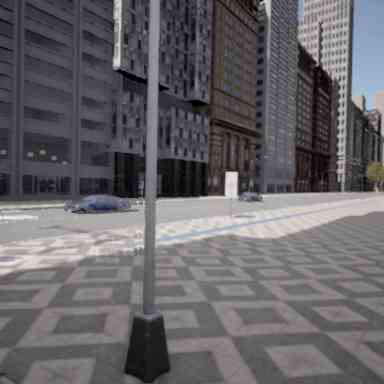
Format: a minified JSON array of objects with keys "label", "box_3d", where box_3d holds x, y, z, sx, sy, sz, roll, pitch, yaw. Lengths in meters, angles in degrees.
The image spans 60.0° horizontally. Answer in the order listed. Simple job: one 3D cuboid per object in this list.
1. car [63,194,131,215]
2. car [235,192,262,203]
[{"label":"car","box_3d":[-7.192,0.901,25.922,2.033,1.411,5.357,2,1,36]},{"label":"car","box_3d":[8.121,0.737,46.992,2.033,1.411,5.357,2,2,36]}]
